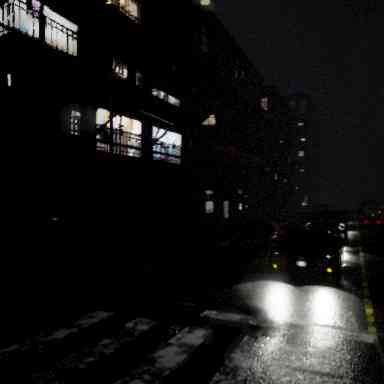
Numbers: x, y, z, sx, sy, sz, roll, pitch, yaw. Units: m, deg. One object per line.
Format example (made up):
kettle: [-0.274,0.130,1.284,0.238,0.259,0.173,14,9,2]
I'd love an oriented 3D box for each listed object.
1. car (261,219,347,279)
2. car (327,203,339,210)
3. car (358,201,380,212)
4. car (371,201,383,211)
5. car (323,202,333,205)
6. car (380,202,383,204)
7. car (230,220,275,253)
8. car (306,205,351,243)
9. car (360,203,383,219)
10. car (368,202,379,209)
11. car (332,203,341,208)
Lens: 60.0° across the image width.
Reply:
car: [3.874,1.825,10.973,1.994,1.385,4.181,-1,-2,26]
car: [29.935,3.153,70.629,2.008,1.369,4.403,-2,-2,26]
car: [25.499,2.283,48.216,2.150,2.045,5.566,-1,-2,26]
car: [37.463,2.772,66.951,2.192,1.841,5.009,-2,-2,26]
car: [17.737,2.483,45.423,1.967,1.590,4.097,-2,-2,26]
car: [27.755,2.538,46.943,1.752,1.417,4.829,-2,-2,26]
car: [3.060,1.955,15.188,1.802,1.307,4.206,-2,-2,26]
car: [7.631,1.784,18.734,2.097,1.767,4.553,-1,-2,26]
car: [20.914,2.376,38.748,1.812,1.442,4.674,-1,-1,26]
car: [41.912,3.156,76.830,1.882,1.535,5.008,-1,-2,26]
car: [37.281,3.520,85.740,1.802,1.307,4.206,-2,-2,26]
